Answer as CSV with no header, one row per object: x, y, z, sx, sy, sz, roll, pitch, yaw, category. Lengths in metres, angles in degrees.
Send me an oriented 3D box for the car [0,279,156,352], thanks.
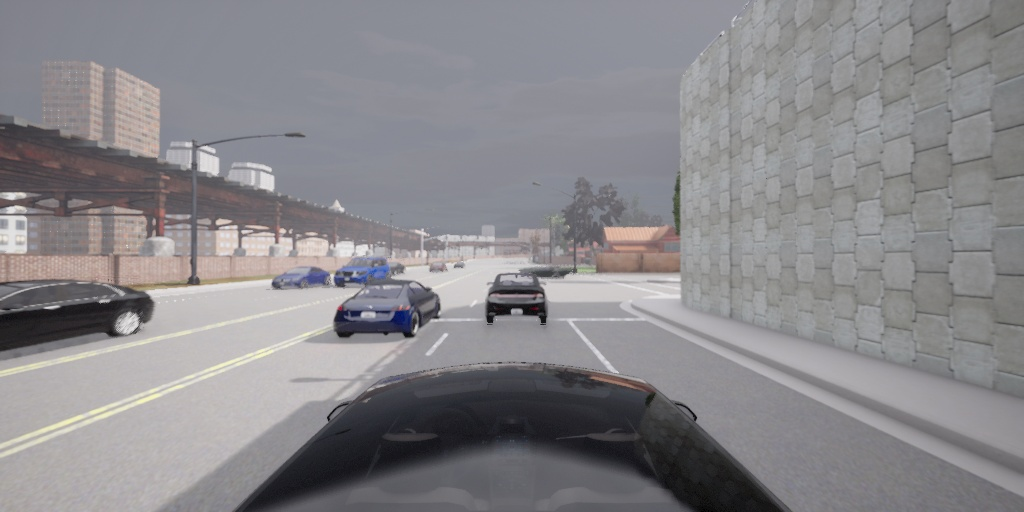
-10.570,1.292,7.622,1.837,1.490,4.892,0,0,0,car

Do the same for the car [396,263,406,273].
-13.879,1.491,41.692,1.882,1.535,5.008,0,0,0,car

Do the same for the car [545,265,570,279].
2.914,1.571,34.691,4.718,1.301,1.895,0,0,4,car

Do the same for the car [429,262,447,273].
-10.314,1.599,50.529,1.812,1.442,4.674,0,0,0,car

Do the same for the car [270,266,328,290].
-13.977,1.422,24.135,1.812,1.442,4.674,0,0,0,car

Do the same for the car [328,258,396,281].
-10.469,1.128,25.560,2.150,2.045,5.566,0,0,0,car

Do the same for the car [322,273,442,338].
-3.364,1.371,10.443,1.994,1.385,4.181,0,0,0,car

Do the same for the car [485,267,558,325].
0.151,1.313,12.187,2.128,1.511,4.902,0,0,1,car
